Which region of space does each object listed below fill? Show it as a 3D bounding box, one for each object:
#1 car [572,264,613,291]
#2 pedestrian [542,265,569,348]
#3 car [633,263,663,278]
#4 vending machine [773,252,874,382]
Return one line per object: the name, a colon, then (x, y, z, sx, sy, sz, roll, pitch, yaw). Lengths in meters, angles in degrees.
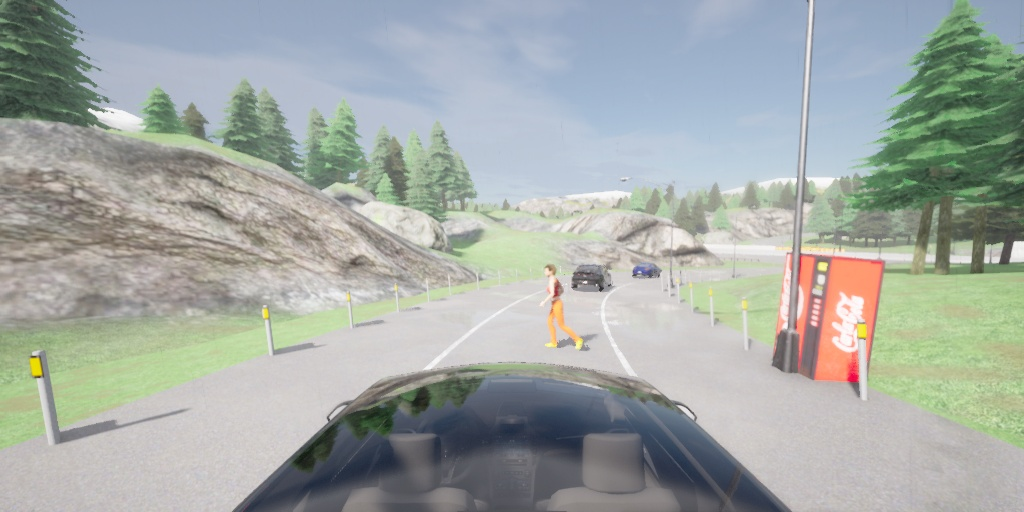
car: (5.088, 1.252, 22.513, 1.837, 1.490, 4.892, 1, 0, 23)
pedestrian: (0.904, 1.035, 7.592, 0.375, 1.860, 0.375, -4, 4, 8)
car: (13.632, 1.416, 35.930, 1.812, 1.442, 4.674, 4, 1, 40)
vending machine: (5.328, 0.970, 6.307, 1.100, 2.100, 0.880, 0, 0, 7)
